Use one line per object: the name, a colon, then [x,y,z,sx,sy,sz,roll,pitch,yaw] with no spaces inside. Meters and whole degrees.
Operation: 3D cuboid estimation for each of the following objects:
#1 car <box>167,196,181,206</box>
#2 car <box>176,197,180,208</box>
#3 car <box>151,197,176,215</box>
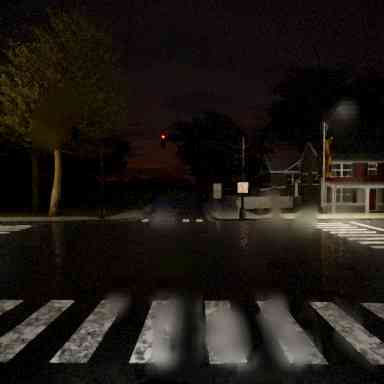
car: [-2.865,1.487,54.726,2.033,1.411,5.357,0,0,0]
car: [-2.914,1.462,44.097,1.837,1.490,4.892,0,0,0]
car: [-2.958,1.449,33.795,1.882,1.535,5.008,0,0,0]
